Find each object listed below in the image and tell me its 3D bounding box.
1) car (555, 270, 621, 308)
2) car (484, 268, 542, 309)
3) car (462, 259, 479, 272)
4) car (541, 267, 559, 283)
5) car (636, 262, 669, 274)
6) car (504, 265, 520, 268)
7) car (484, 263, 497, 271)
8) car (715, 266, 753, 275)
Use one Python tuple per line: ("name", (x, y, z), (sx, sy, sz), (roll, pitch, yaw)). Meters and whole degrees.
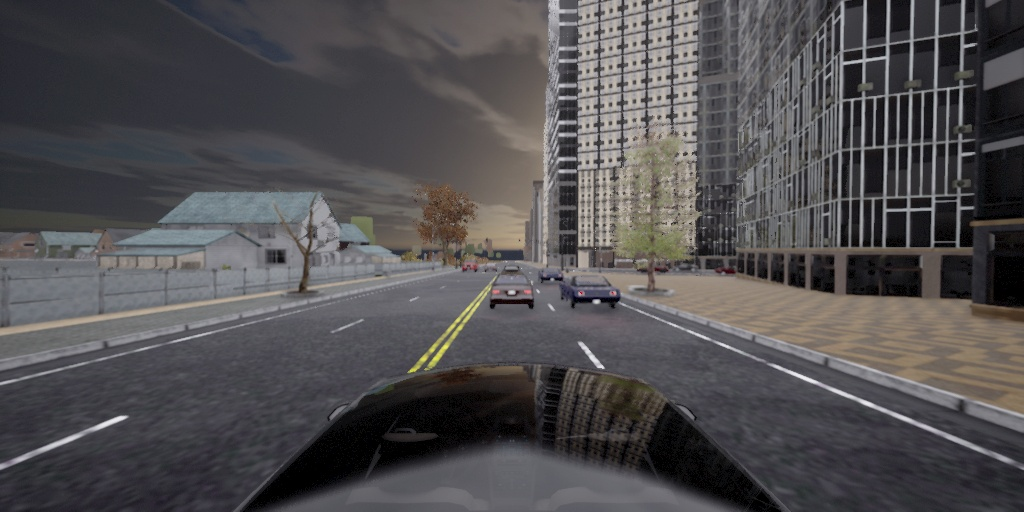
("car", (3.246, 1.481, 15.946), (1.895, 1.301, 4.718), (0, 0, 0))
("car", (-0.006, 1.426, 15.824), (2.033, 1.411, 5.357), (0, -1, 0))
("car", (-6.529, 1.490, 56.504), (2.150, 2.045, 5.566), (0, -1, 0))
("car", (3.238, 1.624, 30.946), (1.895, 1.301, 4.718), (0, -1, 0))
("car", (22.986, 1.953, 58.763), (5.009, 1.841, 2.192), (0, 0, 20))
("car", (-0.010, 1.534, 31.162), (1.837, 1.490, 4.892), (0, 0, 0))
("car", (-3.282, 1.807, 56.148), (1.812, 1.442, 4.674), (0, -1, 0))
("car", (33.634, 2.234, 54.869), (4.507, 1.381, 1.888), (0, 0, 20))
